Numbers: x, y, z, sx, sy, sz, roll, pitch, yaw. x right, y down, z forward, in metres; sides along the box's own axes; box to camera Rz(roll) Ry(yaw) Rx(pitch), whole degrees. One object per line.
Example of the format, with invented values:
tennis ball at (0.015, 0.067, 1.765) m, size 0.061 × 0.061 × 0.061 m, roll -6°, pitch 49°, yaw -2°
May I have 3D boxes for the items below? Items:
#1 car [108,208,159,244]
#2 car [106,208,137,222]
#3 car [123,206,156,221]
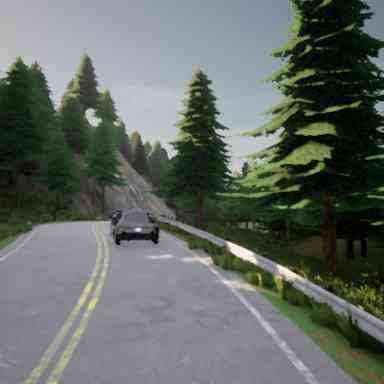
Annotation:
car at (-2.830, 1.568, 16.021) m, size 1.994 × 1.385 × 4.181 m, roll 1°, pitch 0°, yaw -16°
car at (-8.304, 2.797, 39.796) m, size 1.812 × 1.442 × 4.674 m, roll -2°, pitch -7°, yaw 13°
car at (-5.634, 2.441, 36.383) m, size 2.033 × 1.411 × 5.357 m, roll -1°, pitch -6°, yaw 8°
